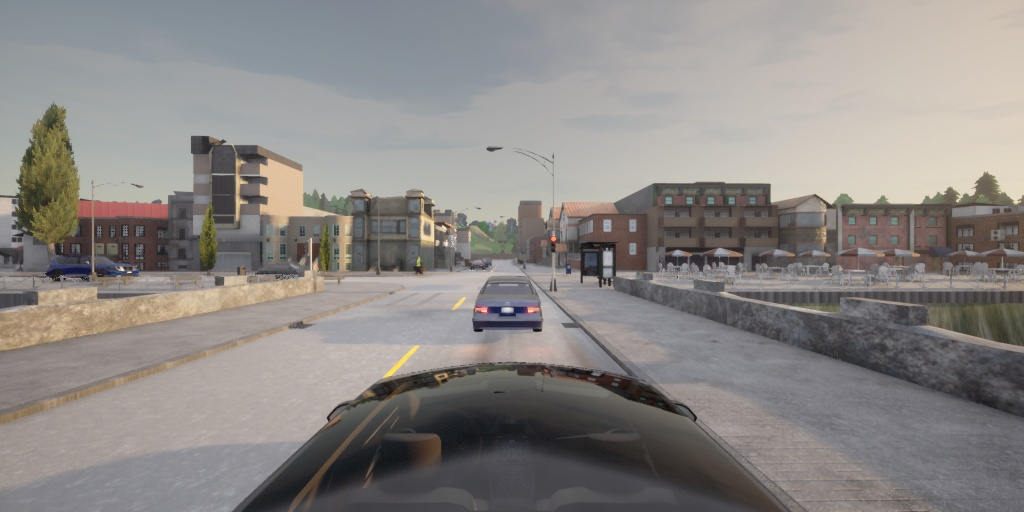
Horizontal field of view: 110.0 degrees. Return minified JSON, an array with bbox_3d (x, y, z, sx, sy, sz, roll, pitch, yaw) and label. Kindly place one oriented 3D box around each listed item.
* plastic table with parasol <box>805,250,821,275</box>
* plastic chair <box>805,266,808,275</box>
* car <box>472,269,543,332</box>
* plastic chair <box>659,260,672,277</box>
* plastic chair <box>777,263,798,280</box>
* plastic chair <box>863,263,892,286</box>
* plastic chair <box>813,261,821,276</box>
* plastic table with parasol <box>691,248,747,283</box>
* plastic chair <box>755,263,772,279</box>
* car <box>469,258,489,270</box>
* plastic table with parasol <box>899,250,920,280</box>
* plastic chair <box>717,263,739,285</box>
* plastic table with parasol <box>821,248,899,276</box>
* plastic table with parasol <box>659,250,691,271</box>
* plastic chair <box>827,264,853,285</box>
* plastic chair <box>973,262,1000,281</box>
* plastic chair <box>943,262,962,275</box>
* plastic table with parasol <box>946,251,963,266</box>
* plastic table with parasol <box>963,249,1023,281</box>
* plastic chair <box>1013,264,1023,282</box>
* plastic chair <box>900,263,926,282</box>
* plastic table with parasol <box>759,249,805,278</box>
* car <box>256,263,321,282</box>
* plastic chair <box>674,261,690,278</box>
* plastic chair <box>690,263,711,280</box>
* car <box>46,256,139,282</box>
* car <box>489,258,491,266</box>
[{"bbox_3d":[29.684,0.675,35.268,2.482,2.480,2.482,0,0,-1],"label":"plastic table with parasol"},{"bbox_3d":[28.254,1.279,35.276,0.730,1.272,0.750,0,0,-1],"label":"plastic chair"},{"bbox_3d":[-0.113,1.297,10.810,2.033,1.411,5.357,0,0,0],"label":"car"},{"bbox_3d":[14.180,1.279,33.460,0.730,1.272,0.750,0,0,-1],"label":"plastic chair"},{"bbox_3d":[22.348,1.279,29.085,0.750,1.272,0.730,0,0,-1],"label":"plastic chair"},{"bbox_3d":[23.343,1.279,22.899,0.750,1.272,0.730,0,0,-1],"label":"plastic chair"},{"bbox_3d":[29.375,1.279,33.893,0.750,1.272,0.730,0,0,-1],"label":"plastic chair"},{"bbox_3d":[14.772,0.675,25.528,2.482,2.480,2.482,0,0,-1],"label":"plastic table with parasol"},{"bbox_3d":[21.227,1.279,30.468,0.730,1.272,0.750,0,0,-1],"label":"plastic chair"},{"bbox_3d":[-4.912,1.276,52.433,1.812,1.442,4.674,0,0,1],"label":"car"},{"bbox_3d":[30.073,0.675,28.183,2.482,2.480,2.482,0,0,-1],"label":"plastic table with parasol"},{"bbox_3d":[14.621,1.279,24.266,0.750,1.272,0.730,0,0,-1],"label":"plastic chair"},{"bbox_3d":[23.422,0.675,24.251,2.482,2.480,2.482,0,0,-1],"label":"plastic table with parasol"},{"bbox_3d":[15.402,0.675,33.359,2.482,2.480,2.482,0,0,-1],"label":"plastic table with parasol"},{"bbox_3d":[22.222,1.279,24.282,0.730,1.272,0.750,0,0,-1],"label":"plastic chair"},{"bbox_3d":[36.238,1.279,27.395,0.730,1.272,0.750,0,0,-1],"label":"plastic chair"},{"bbox_3d":[44.935,1.279,36.632,0.730,1.272,0.750,0,0,-1],"label":"plastic chair"},{"bbox_3d":[46.137,0.675,36.530,2.482,2.480,2.482,0,0,-1],"label":"plastic table with parasol"},{"bbox_3d":[37.367,0.675,27.325,2.482,2.480,2.482,0,0,-1],"label":"plastic table with parasol"},{"bbox_3d":[37.397,1.279,26.015,0.750,1.272,0.730,0,0,-1],"label":"plastic chair"},{"bbox_3d":[30.082,1.279,26.903,0.750,1.272,0.730,0,0,-1],"label":"plastic chair"},{"bbox_3d":[22.427,0.675,30.436,2.482,2.480,2.482,0,0,-1],"label":"plastic table with parasol"},{"bbox_3d":[-17.726,1.276,28.518,4.674,1.442,1.812,0,0,-1],"label":"car"},{"bbox_3d":[15.301,1.279,32.077,0.750,1.272,0.730,0,0,-1],"label":"plastic chair"},{"bbox_3d":[13.500,1.279,25.649,0.730,1.272,0.750,0,0,-1],"label":"plastic chair"},{"bbox_3d":[-32.966,0.974,28.277,5.566,2.045,2.150,0,0,-1],"label":"car"},{"bbox_3d":[-5.033,1.228,61.671,1.882,1.535,5.008,0,0,-1],"label":"car"}]
